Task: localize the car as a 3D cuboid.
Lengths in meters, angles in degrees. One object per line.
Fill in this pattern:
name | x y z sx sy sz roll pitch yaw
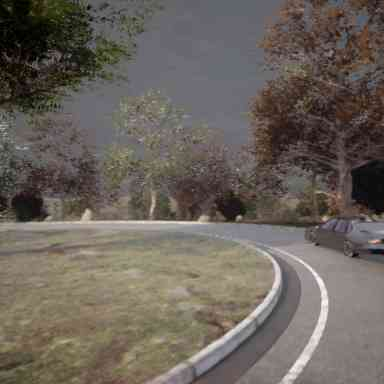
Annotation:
car | 6.410 1.705 13.409 2.033 1.411 5.357 -1 -1 -5
